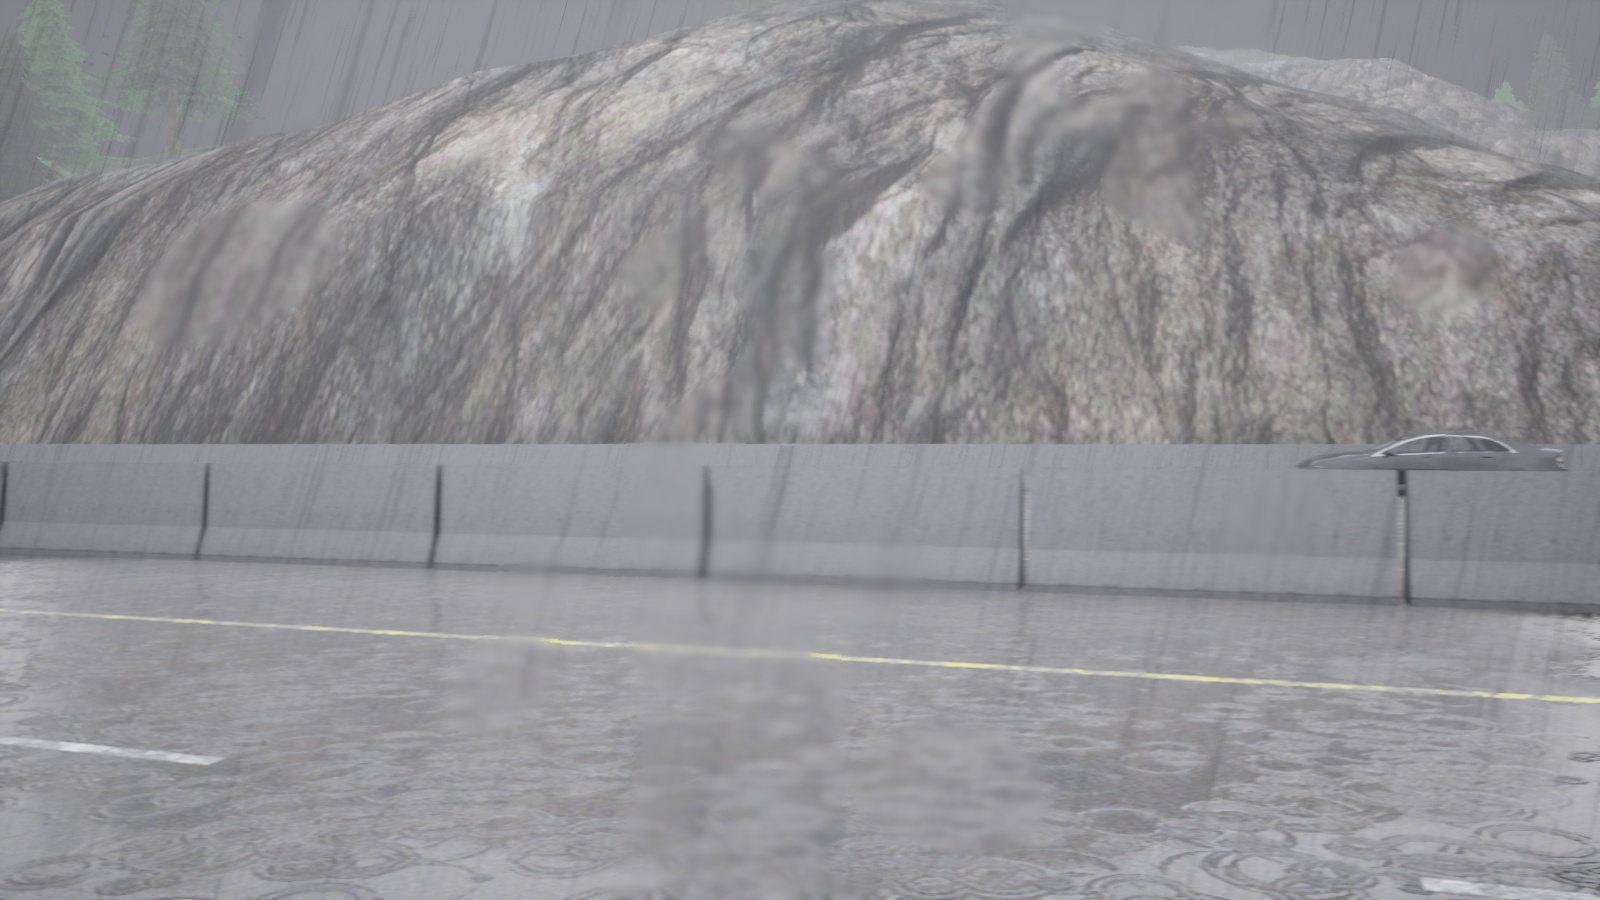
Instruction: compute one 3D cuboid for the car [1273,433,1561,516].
[{"bbox_3d":[12.068,0.428,24.979,4.902,1.511,2.128,1,1,19],"label":"car"}]
